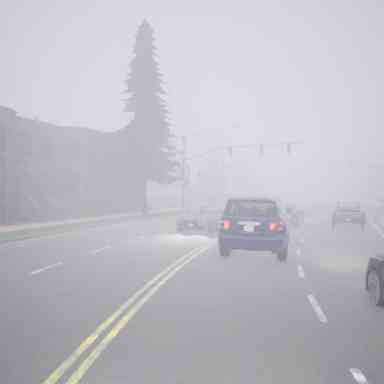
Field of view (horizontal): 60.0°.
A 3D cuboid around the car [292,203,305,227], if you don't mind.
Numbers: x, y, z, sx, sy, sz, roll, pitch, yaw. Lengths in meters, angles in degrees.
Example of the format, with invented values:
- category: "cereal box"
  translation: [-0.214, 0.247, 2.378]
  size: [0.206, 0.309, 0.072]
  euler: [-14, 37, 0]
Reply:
- category: "car"
  translation: [6.191, 1.429, 21.819]
  size: [2.033, 1.411, 5.357]
  euler: [0, 0, 26]

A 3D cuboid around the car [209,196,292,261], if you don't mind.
- category: "car"
  translation: [2.451, 1.149, 12.347]
  size: [2.150, 2.045, 5.566]
  euler: [0, 0, 17]

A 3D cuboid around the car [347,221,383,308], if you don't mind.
- category: "car"
  translation: [4.219, 1.480, 4.853]
  size: [2.128, 1.511, 4.902]
  euler: [0, 0, 8]

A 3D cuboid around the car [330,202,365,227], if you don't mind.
- category: "car"
  translation: [10.048, 1.395, 21.496]
  size: [2.128, 1.511, 4.902]
  euler: [0, 0, 24]

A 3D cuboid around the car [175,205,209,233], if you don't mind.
- category: "car"
  translation: [0.716, 1.442, 18.236]
  size: [1.994, 1.385, 4.181]
  euler: [0, 0, 24]
